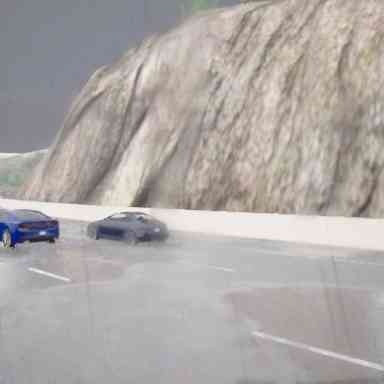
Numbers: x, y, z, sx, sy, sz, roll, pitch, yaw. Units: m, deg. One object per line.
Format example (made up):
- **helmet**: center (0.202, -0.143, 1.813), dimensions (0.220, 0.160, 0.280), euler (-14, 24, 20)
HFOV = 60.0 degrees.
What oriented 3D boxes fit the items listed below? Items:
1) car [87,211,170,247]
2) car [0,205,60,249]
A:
- **car**: center (-3.021, 1.583, 15.404), dimensions (4.181, 1.385, 1.994), euler (0, 0, 40)
- **car**: center (-7.832, 1.489, 14.887), dimensions (5.008, 1.535, 1.882), euler (0, 0, 41)
